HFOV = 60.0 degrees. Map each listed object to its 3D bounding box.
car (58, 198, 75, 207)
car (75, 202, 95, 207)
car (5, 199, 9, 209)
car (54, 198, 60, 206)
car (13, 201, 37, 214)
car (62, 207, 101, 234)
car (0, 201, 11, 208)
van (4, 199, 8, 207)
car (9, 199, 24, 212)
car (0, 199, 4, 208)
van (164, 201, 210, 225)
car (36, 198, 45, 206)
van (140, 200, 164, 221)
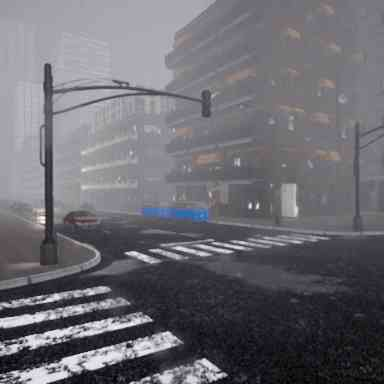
[{"bbox_3d":[-21.928,2.289,59.155,1.752,1.417,4.829,-1,0,-33],"label":"car"},{"bbox_3d":[-15.675,2.196,49.655,1.802,1.307,4.206,-1,0,-33],"label":"car"},{"bbox_3d":[-28.822,2.351,54.448,2.008,1.369,4.403,-1,0,-33],"label":"car"},{"bbox_3d":[-27.999,2.224,68.372,2.192,1.841,5.009,-1,0,-33],"label":"car"},{"bbox_3d":[-22.663,2.235,45.090,1.802,1.307,4.206,-1,0,-33],"label":"car"},{"bbox_3d":[-7.265,1.868,21.693,1.802,1.307,4.206,-1,0,-33],"label":"car"},{"bbox_3d":[-41.174,2.647,73.143,2.008,1.369,4.403,-1,0,-33],"label":"car"},{"bbox_3d":[-31.906,2.215,59.127,1.690,1.788,3.998,-1,0,-33],"label":"van"},{"bbox_3d":[-25.745,2.167,49.769,1.967,1.590,4.097,-1,0,-33],"label":"car"},{"bbox_3d":[-38.085,2.337,68.473,2.192,1.841,5.009,-1,0,-33],"label":"car"},{"bbox_3d":[-0.283,1.588,26.258,1.690,1.788,3.998,-1,0,-33],"label":"van"},{"bbox_3d":[-34.157,2.371,77.730,2.192,1.841,5.009,-1,0,-33],"label":"car"},{"bbox_3d":[-3.362,1.661,30.938,1.690,1.788,3.998,-1,0,-33],"label":"van"}]
